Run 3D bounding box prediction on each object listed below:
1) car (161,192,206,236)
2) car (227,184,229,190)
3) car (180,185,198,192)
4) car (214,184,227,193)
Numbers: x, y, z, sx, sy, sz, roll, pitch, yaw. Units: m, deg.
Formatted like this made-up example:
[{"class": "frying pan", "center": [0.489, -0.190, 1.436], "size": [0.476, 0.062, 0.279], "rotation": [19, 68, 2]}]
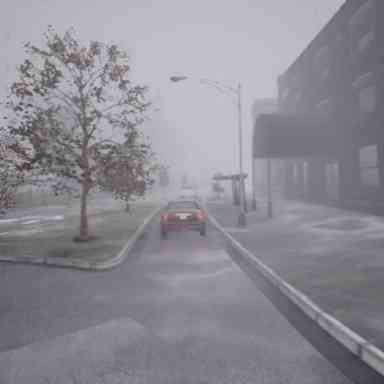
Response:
[{"class": "car", "center": [-0.493, 1.114, 17.214], "size": [2.097, 1.767, 4.553], "rotation": [-1, 2, -2]}, {"class": "car", "center": [7.117, -0.678, 80.580], "size": [2.163, 1.488, 4.792], "rotation": [-1, 1, 10]}, {"class": "car", "center": [-0.389, -0.016, 46.124], "size": [2.150, 2.045, 5.566], "rotation": [-1, 2, 5]}, {"class": "car", "center": [6.167, -0.578, 75.164], "size": [2.097, 1.535, 5.008], "rotation": [-2, 1, 10]}]
